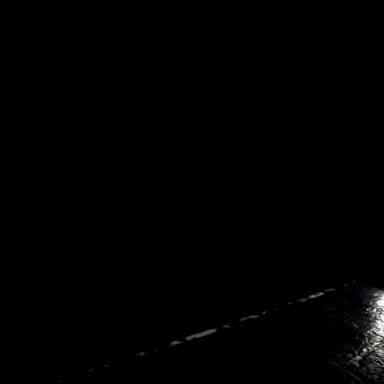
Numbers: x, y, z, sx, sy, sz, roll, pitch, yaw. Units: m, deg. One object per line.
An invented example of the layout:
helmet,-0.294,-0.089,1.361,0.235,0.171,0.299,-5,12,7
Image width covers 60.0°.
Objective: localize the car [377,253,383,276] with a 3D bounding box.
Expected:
car,7.003,1.535,9.028,5.357,1.411,2.033,0,0,-40
